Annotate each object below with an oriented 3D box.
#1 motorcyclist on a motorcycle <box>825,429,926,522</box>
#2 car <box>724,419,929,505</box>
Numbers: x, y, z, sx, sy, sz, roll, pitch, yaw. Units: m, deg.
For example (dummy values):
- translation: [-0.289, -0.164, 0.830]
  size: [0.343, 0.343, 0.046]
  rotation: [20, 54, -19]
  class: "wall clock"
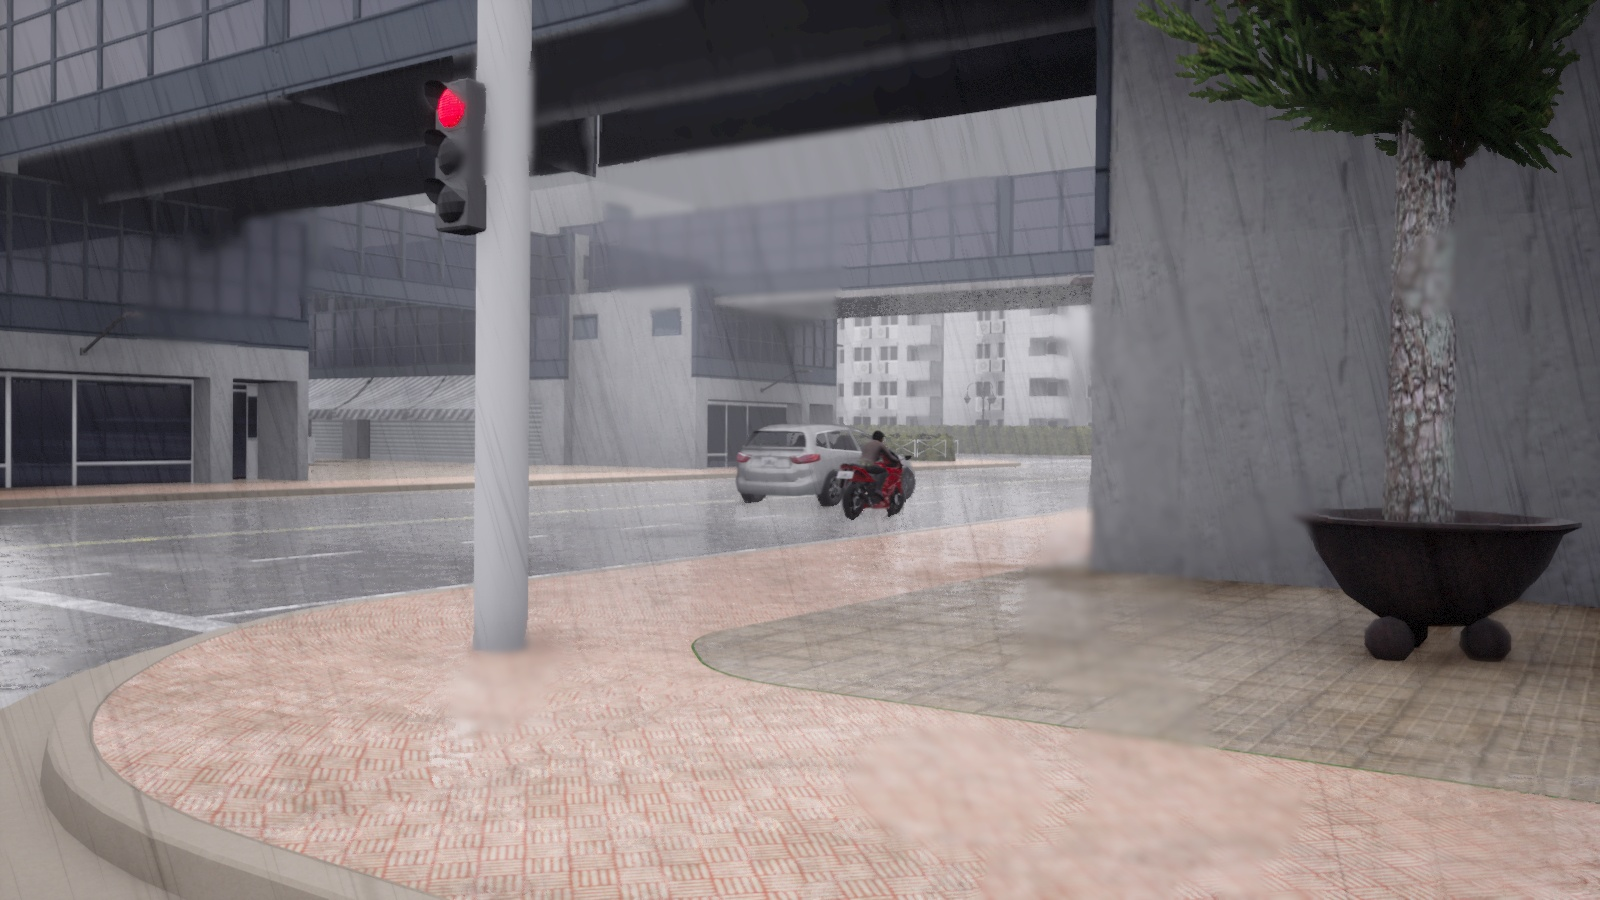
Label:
- translation: [1.332, 0.402, 21.641]
  size: [0.797, 1.523, 2.044]
  rotation: [0, 1, 34]
  class: "motorcyclist on a motorcycle"
- translation: [0.678, 0.196, 26.935]
  size: [2.242, 1.667, 4.611]
  rotation: [0, 1, 34]
  class: "car"
